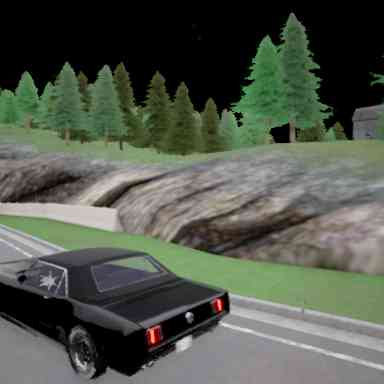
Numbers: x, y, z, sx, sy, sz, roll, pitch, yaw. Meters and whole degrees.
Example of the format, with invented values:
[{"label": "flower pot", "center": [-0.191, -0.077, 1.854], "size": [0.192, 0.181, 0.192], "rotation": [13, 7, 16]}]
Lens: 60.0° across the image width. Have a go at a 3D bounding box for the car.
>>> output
[{"label": "car", "center": [-1.823, 1.608, 5.535], "size": [4.718, 1.301, 1.895], "rotation": [0, 0, 39]}]
